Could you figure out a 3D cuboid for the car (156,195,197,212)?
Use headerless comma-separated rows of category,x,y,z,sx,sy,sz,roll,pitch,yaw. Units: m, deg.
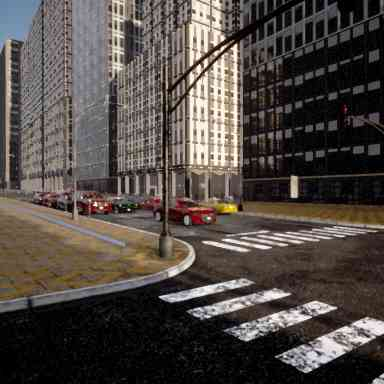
car,-1.582,1.066,32.173,1.947,1.339,4.313,1,0,-36

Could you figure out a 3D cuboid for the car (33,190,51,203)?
car,-18.279,0.794,40.851,1.802,1.307,4.206,1,0,-36

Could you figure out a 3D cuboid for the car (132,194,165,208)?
car,-4.892,0.977,36.713,1.802,1.307,4.206,1,0,-36

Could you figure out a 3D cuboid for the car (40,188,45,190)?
car,-31.376,0.104,73.042,1.887,1.381,4.507,1,0,-36

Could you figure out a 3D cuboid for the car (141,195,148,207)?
car,-5.566,0.995,33.234,2.033,1.411,5.357,0,1,-36

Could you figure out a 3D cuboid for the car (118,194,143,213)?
car,-6.475,1.112,29.035,1.895,1.301,4.718,0,1,-36

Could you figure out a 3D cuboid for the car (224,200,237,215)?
car,1.698,1.127,27.823,1.752,1.417,4.829,1,0,-36

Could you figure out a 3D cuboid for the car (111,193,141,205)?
car,-8.203,0.856,41.254,1.947,1.339,4.313,1,0,-36

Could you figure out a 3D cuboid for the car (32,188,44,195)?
car,-37.995,-0.208,82.123,1.967,1.590,4.097,1,0,-36

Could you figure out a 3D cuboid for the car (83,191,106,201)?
car,-14.824,0.646,50.337,1.947,1.339,4.313,1,0,-36

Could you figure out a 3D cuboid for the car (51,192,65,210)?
car,-11.659,0.987,31.770,1.947,1.339,4.313,1,0,-36

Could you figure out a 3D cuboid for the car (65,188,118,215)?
car,-8.343,0.841,27.228,2.192,1.841,5.009,1,0,-36

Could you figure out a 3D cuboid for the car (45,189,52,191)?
car,-28.066,0.214,68.501,2.008,1.369,4.403,1,0,-36

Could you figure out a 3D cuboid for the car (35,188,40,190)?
car,-34.685,-0.104,77.583,1.967,1.590,4.097,1,0,-36

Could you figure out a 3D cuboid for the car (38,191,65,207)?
car,-14.968,0.861,36.310,1.887,1.381,4.507,1,0,-36

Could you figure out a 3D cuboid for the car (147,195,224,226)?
car,-0.567,1.177,20.921,1.882,1.535,5.008,0,1,-38
